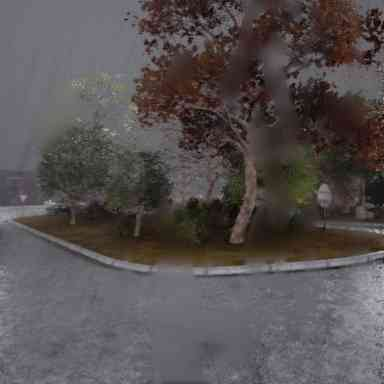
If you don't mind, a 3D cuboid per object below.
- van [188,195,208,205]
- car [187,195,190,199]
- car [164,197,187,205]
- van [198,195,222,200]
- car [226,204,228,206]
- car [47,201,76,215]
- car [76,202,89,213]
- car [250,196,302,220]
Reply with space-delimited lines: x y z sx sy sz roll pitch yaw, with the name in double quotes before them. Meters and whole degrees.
"van" 1.155 1.625 69.298 1.878 1.987 4.442 1 0 -36
"car" -1.364 1.703 67.598 2.185 1.767 4.553 0 0 -36
"car" -3.862 1.816 66.073 1.946 1.575 5.366 0 0 -36
"van" 2.798 1.592 55.669 1.878 1.987 4.442 0 0 -36
"car" 6.133 1.664 72.983 2.435 2.045 5.566 1 0 -36
"car" -16.605 1.882 41.601 2.185 1.767 4.553 -1 1 -35
"car" -14.053 2.005 43.485 2.002 1.452 4.674 -1 1 -36
"car" 6.689 1.615 28.459 2.150 2.045 5.566 2 -2 -35
